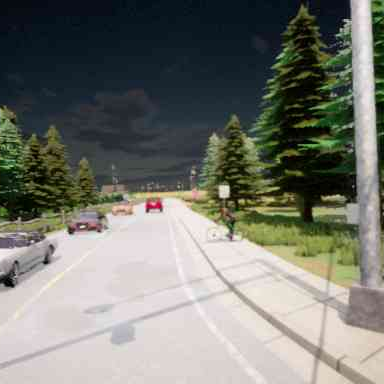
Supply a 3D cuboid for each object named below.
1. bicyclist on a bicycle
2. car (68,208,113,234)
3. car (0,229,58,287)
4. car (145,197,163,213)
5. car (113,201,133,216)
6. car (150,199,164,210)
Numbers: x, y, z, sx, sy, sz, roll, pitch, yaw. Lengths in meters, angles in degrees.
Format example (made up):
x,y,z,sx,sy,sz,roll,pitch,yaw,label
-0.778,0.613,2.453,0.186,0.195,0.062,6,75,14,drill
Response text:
x,y,z,sx,sy,sz,roll,pitch,yaw,label
1.396,1.339,14.061,1.656,1.620,0.582,-2,0,-5,bicyclist on a bicycle
-6.801,1.940,22.094,1.994,1.385,4.181,-2,0,-5,car
-5.655,1.861,10.054,1.895,1.301,4.718,-2,0,-7,car
-5.058,1.671,44.698,2.150,2.045,5.566,-2,0,-4,car
-8.367,1.892,40.389,2.097,1.767,4.553,-2,0,-5,car
-5.757,2.017,54.945,1.882,1.535,5.008,-2,0,-3,car
